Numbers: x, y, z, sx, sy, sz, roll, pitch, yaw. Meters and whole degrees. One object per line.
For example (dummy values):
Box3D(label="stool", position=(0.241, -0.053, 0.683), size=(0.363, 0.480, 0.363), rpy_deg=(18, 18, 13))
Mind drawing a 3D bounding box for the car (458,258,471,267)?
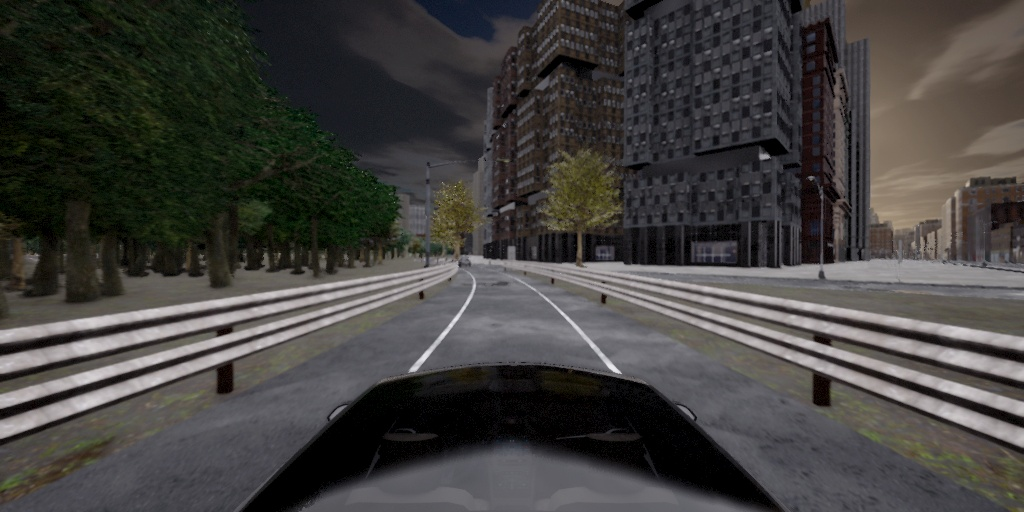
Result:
Box3D(label="car", position=(-8.023, 1.001, 59.263), size=(2.128, 1.511, 4.902), rpy_deg=(0, 0, -19))
